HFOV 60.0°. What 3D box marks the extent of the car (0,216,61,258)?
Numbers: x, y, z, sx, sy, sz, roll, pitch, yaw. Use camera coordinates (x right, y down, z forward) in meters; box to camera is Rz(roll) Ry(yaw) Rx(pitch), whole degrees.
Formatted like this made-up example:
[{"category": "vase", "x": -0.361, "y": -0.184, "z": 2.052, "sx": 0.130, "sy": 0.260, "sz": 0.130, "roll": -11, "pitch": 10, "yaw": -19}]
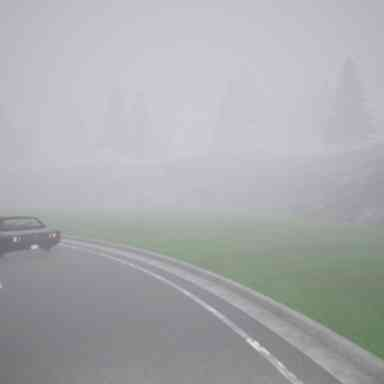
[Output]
[{"category": "car", "x": -7.055, "y": 1.584, "z": 12.836, "sx": 4.718, "sy": 1.301, "sz": 1.895, "roll": 0, "pitch": 0, "yaw": 41}]
